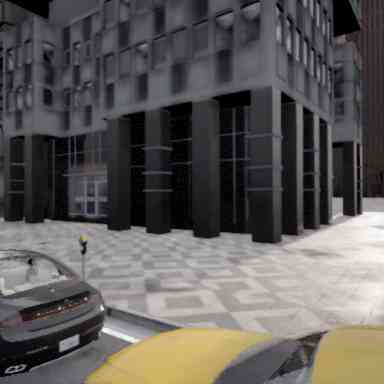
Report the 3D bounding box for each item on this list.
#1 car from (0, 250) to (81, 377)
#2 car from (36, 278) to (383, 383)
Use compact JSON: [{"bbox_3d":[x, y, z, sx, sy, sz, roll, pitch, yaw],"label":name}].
[{"bbox_3d":[-3.258,1.607,5.278,4.403,1.369,2.008,-1,0,35],"label":"car"},{"bbox_3d":[1.194,1.527,2.108,4.829,1.417,1.752,-1,0,35],"label":"car"}]
